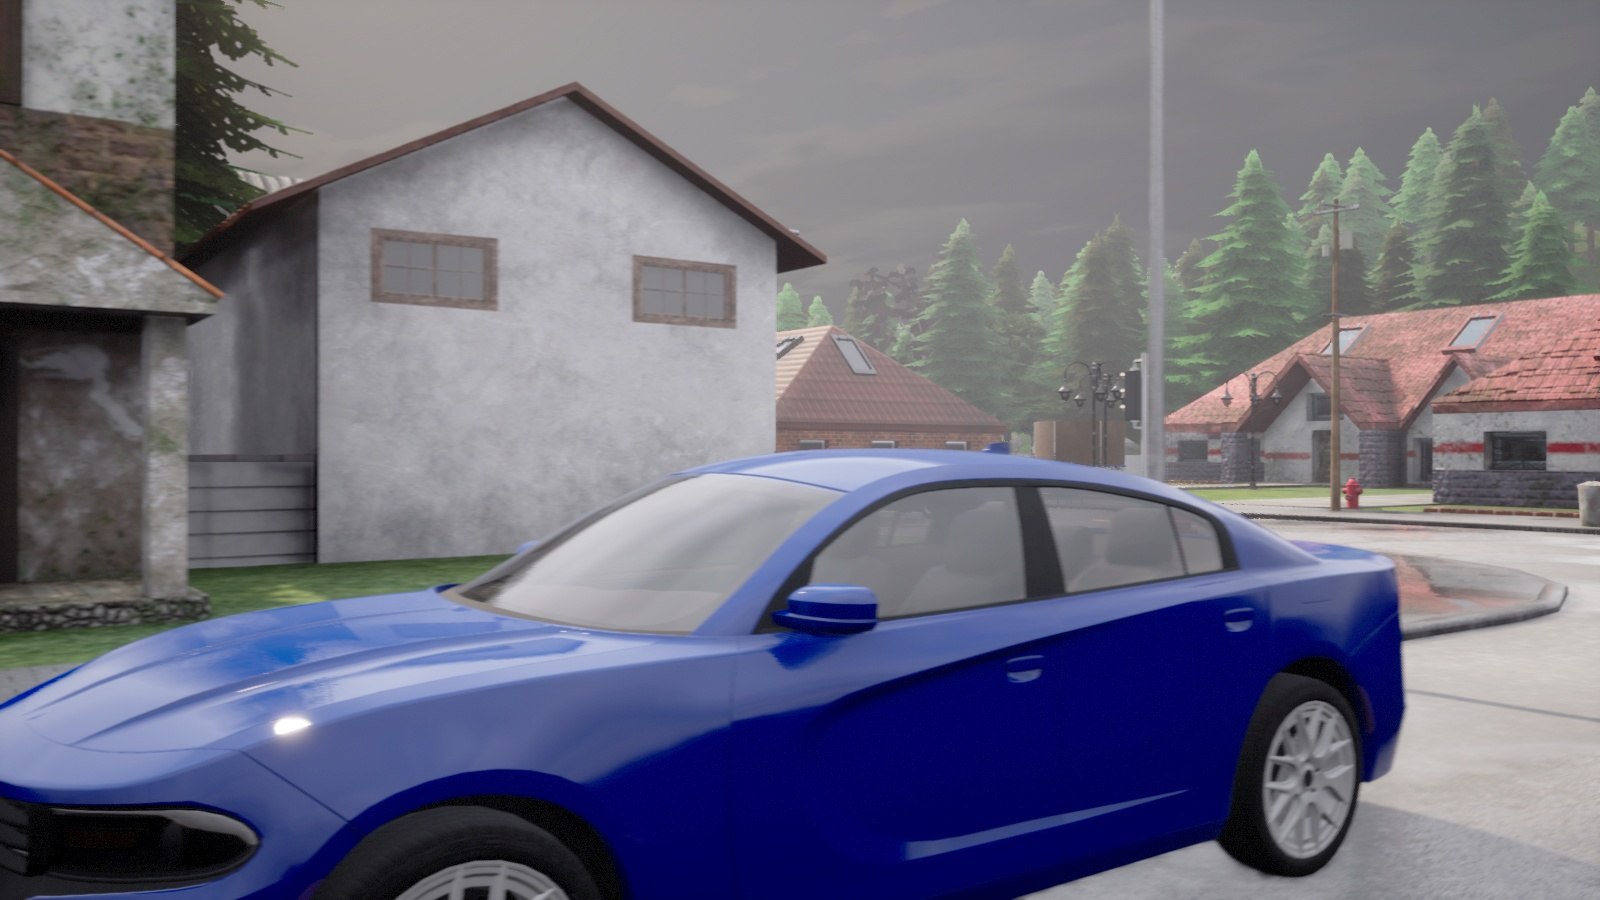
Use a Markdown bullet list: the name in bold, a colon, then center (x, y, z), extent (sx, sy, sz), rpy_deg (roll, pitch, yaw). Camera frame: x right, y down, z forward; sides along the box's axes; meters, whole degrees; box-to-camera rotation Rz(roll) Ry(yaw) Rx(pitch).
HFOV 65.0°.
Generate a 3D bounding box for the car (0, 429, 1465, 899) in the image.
- **car**: center (0.056, 0.732, 4.319), extent (5.008, 1.535, 1.882), rpy_deg (0, 0, -35)
